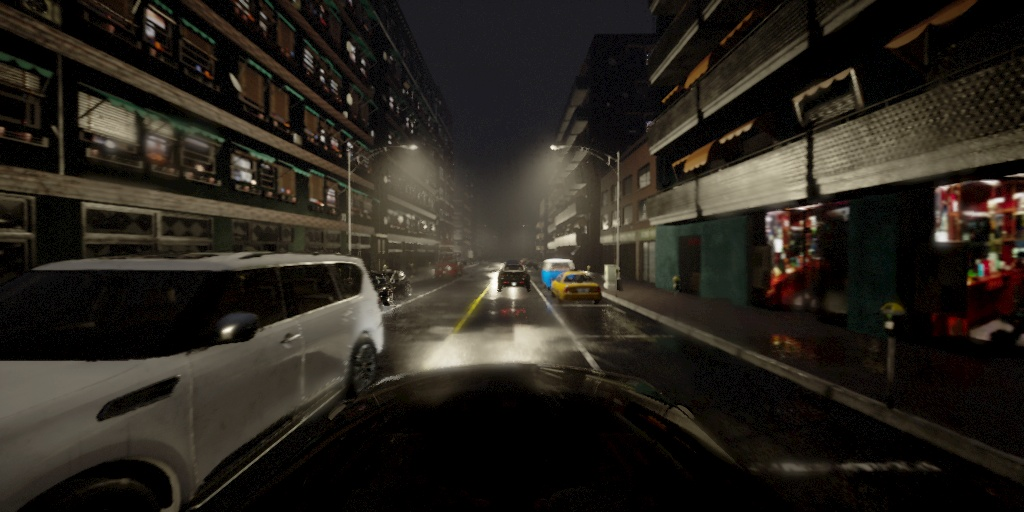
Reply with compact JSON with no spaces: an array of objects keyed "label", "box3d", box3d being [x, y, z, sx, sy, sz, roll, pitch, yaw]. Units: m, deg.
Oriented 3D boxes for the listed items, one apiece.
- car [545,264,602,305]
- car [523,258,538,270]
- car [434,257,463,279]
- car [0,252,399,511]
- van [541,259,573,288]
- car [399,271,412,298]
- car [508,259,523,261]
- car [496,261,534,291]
[{"label":"car","box3d":[2.694,1.265,15.845,1.751,1.417,4.829,0,0,0]},{"label":"car","box3d":[2.707,1.280,49.782,2.007,1.370,4.403,0,0,0]},{"label":"car","box3d":[-5.681,1.047,32.735,2.192,1.841,5.009,0,0,0]},{"label":"car","box3d":[-3.077,0.970,3.403,2.150,2.045,5.566,0,0,0]},{"label":"van","box3d":[2.696,1.078,21.359,1.690,1.789,3.998,0,0,0]},{"label":"car","box3d":[-5.686,1.306,15.681,1.948,1.339,4.313,0,0,0]},{"label":"car","box3d":[0.117,1.208,45.566,1.882,1.535,5.008,0,0,0]},{"label":"car","box3d":[0.108,1.242,21.672,1.837,1.490,4.892,0,0,0]}]
